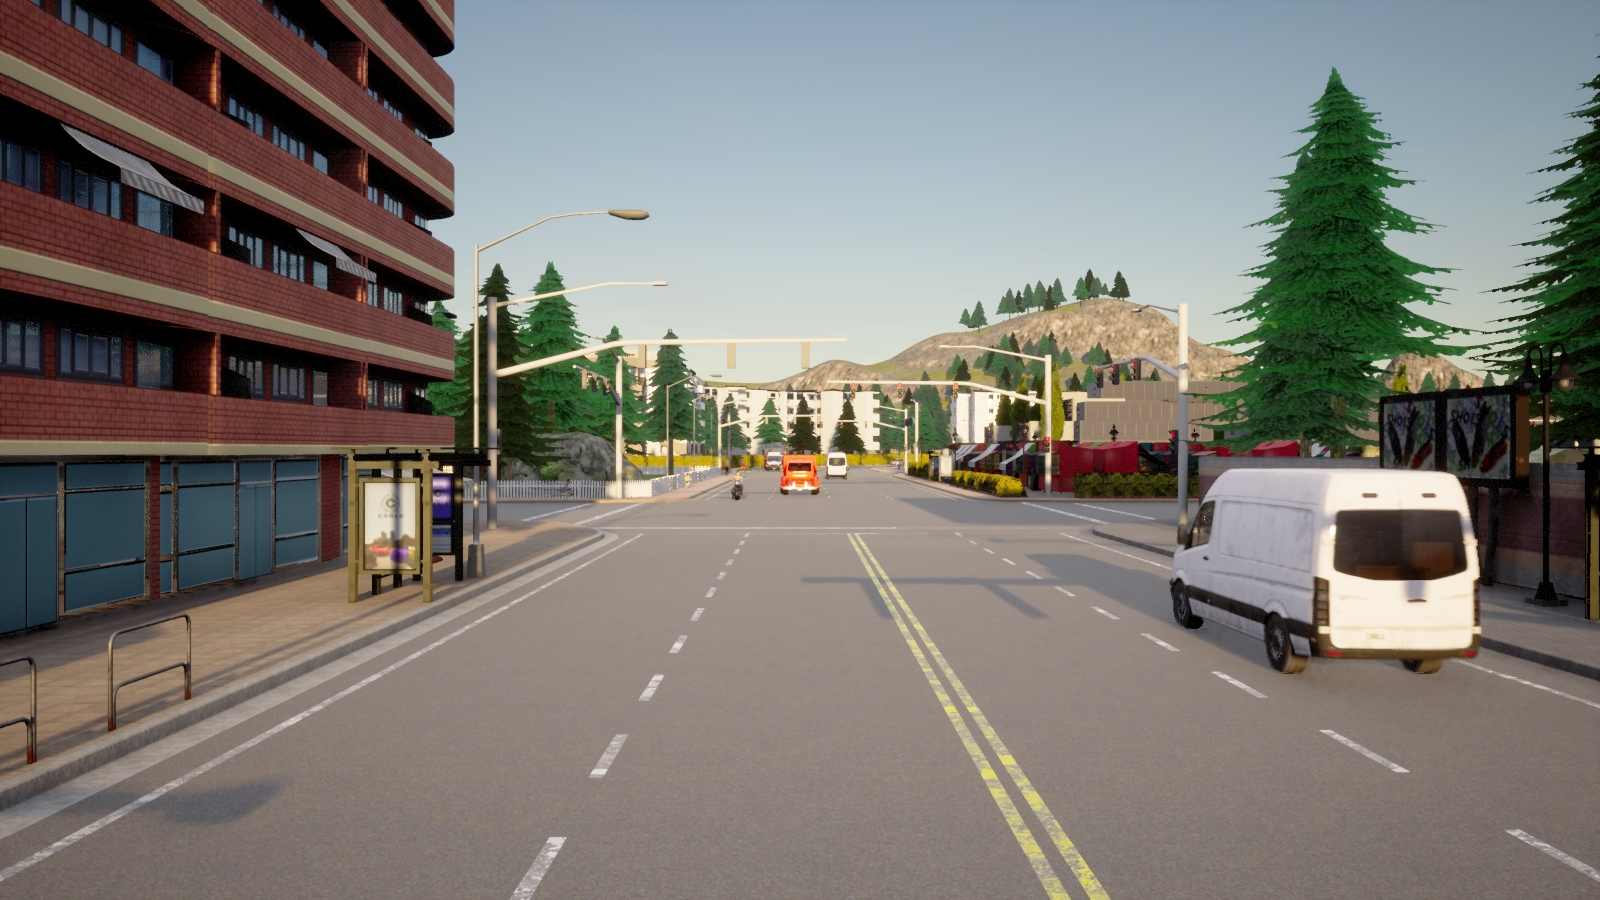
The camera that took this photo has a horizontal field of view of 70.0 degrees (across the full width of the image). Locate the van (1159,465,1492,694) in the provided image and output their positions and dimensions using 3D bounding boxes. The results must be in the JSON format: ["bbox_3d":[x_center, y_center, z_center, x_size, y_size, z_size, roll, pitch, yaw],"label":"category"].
[{"bbox_3d":[7.003,1.535,16.163,1.988,2.561,5.915,0,0,0],"label":"van"}]

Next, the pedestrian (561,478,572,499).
[{"bbox_3d":[-12.335,2.024,60.285,0.500,1.100,0.500,0,0,-1],"label":"pedestrian"}]

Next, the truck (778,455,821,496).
[{"bbox_3d":[-0.006,1.572,72.542,2.627,2.467,5.204,0,0,0],"label":"truck"}]
